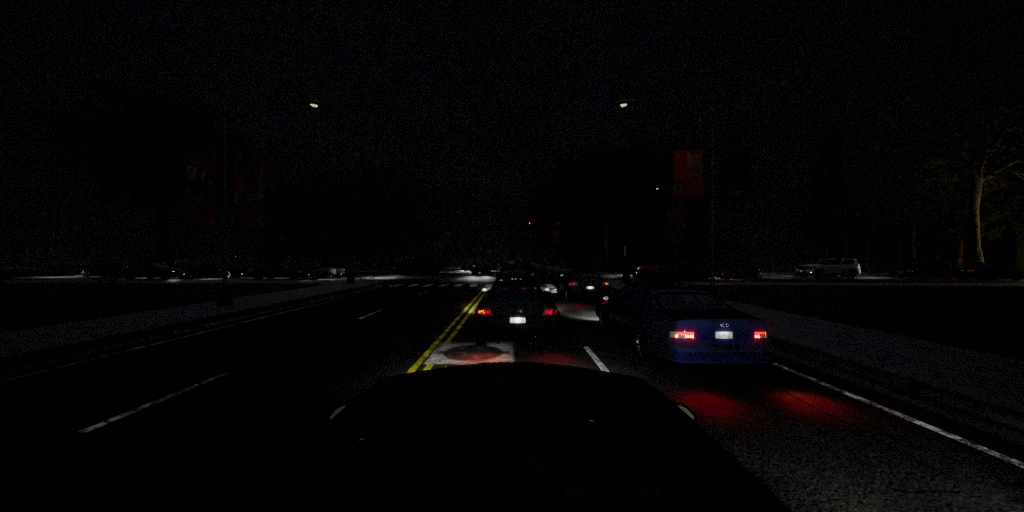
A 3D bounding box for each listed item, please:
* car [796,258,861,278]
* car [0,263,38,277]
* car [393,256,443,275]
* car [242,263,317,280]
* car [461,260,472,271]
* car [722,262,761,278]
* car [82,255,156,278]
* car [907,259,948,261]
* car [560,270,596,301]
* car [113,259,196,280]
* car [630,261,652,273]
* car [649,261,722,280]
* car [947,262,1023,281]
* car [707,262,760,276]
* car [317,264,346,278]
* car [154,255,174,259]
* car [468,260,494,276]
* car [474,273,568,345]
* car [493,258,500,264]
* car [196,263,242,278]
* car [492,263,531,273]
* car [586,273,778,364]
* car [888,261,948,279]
[{"bbox_3d":[32.677,1.230,37.096,5.566,2.045,2.150,0,0,0],"label":"car"},{"bbox_3d":[-47.075,1.275,33.052,4.718,1.301,1.895,0,0,0],"label":"car"},{"bbox_3d":[-10.589,1.032,40.904,5.566,2.045,2.150,1,1,-35],"label":"car"},{"bbox_3d":[-19.388,1.280,30.033,4.674,1.442,1.812,0,0,-2],"label":"car"},{"bbox_3d":[-6.571,1.414,54.648,2.128,1.511,4.902,0,0,0],"label":"car"},{"bbox_3d":[23.235,1.520,37.040,4.181,1.385,1.994,0,0,-2],"label":"car"},{"bbox_3d":[-36.462,1.053,33.120,4.553,1.767,2.097,0,0,0],"label":"car"},{"bbox_3d":[45.927,1.327,40.394,5.566,2.045,2.150,0,0,0],"label":"car"},{"bbox_3d":[3.358,1.339,17.438,1.994,1.385,4.181,0,0,0],"label":"car"},{"bbox_3d":[-29.711,1.243,29.927,4.674,1.442,1.812,0,0,-1],"label":"car"},{"bbox_3d":[14.601,1.265,36.946,4.553,1.767,2.097,0,0,-1],"label":"car"},{"bbox_3d":[16.167,1.463,33.555,5.357,1.411,2.033,0,0,0],"label":"car"},{"bbox_3d":[44.907,1.578,33.743,4.902,1.511,2.128,0,0,0],"label":"car"},{"bbox_3d":[24.806,1.474,40.287,4.892,1.490,1.837,0,0,-1],"label":"car"},{"bbox_3d":[-18.075,1.365,33.286,4.718,1.301,1.895,0,0,-1],"label":"car"},{"bbox_3d":[-40.556,0.922,39.772,5.566,2.045,2.150,0,0,-1],"label":"car"},{"bbox_3d":[-3.328,1.427,39.027,1.895,1.301,4.718,0,0,0],"label":"car"},{"bbox_3d":[0.107,1.320,9.544,1.994,1.385,4.181,0,0,0],"label":"car"},{"bbox_3d":[-3.322,1.469,54.419,2.033,1.411,5.357,0,0,0],"label":"car"},{"bbox_3d":[-27.216,1.332,33.201,4.718,1.301,1.895,0,0,-1],"label":"car"},{"bbox_3d":[0.099,1.283,18.449,1.837,1.490,4.892,0,0,0],"label":"car"},{"bbox_3d":[3.354,1.302,8.195,2.033,1.411,5.357,0,0,0],"label":"car"},{"bbox_3d":[42.660,1.567,37.146,4.902,1.511,2.128,0,0,0],"label":"car"}]
